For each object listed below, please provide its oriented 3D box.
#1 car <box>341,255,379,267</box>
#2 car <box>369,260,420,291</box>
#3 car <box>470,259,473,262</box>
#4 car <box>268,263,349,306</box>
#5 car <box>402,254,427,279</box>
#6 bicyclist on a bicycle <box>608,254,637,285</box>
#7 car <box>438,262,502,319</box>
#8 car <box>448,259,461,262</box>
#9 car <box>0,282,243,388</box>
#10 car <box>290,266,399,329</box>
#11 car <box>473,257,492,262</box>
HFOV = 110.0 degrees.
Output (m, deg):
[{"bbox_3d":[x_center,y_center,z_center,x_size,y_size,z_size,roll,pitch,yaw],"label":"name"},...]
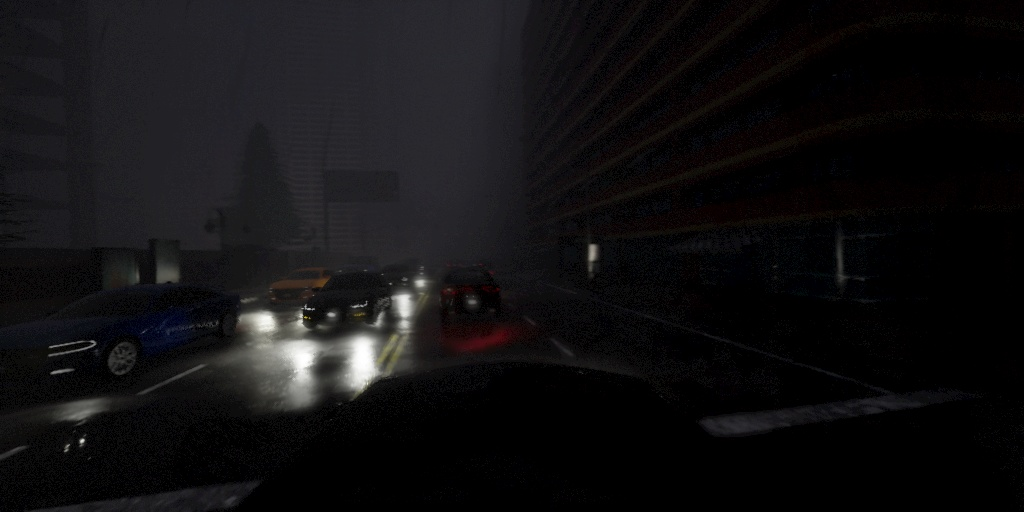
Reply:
[{"bbox_3d":[-11.376,0.995,27.034,2.150,2.045,5.566,-2,1,-10],"label":"car"},{"bbox_3d":[-6.789,1.223,21.151,1.837,1.490,4.892,-2,1,-10],"label":"car"},{"bbox_3d":[-4.948,0.819,51.786,1.837,1.490,4.892,-2,1,-10],"label":"car"},{"bbox_3d":[-9.636,1.320,17.125,1.882,1.535,5.008,-2,1,-10],"label":"car"},{"bbox_3d":[-8.490,1.003,30.892,2.097,1.767,4.553,-2,1,-10],"label":"car"},{"bbox_3d":[5.777,0.708,18.806,1.656,1.620,0.582,-2,1,-10],"label":"bicyclist on a bicycle"},{"bbox_3d":[-1.559,1.153,12.710,1.882,1.535,5.008,-2,1,-10],"label":"car"},{"bbox_3d":[-6.658,1.025,41.547,2.033,1.411,5.357,-2,1,-9],"label":"car"},{"bbox_3d":[-7.985,1.385,7.691,1.882,1.535,5.008,-2,1,-10],"label":"car"},{"bbox_3d":[-5.151,1.288,11.806,1.837,1.490,4.892,-2,1,-10],"label":"car"},{"bbox_3d":[-3.255,0.977,42.400,1.895,1.301,4.718,-2,1,-9],"label":"car"}]
